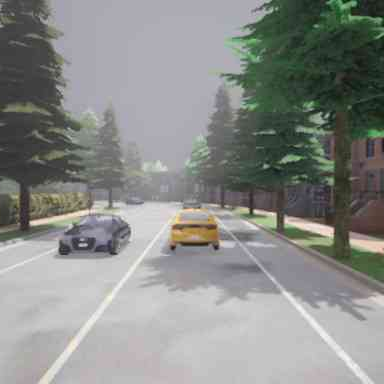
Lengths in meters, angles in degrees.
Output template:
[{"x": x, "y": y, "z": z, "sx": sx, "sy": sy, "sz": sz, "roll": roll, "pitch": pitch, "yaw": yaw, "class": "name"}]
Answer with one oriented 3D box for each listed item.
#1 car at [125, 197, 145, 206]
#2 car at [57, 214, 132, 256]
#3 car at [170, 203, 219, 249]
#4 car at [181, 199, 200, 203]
[{"x": -9.603, "y": 1.550, "z": 55.553, "sx": 2.033, "sy": 1.411, "sz": 5.357, "roll": 0, "pitch": 0, "yaw": -28, "class": "car"}, {"x": -3.604, "y": 1.565, "z": 13.019, "sx": 1.994, "sy": 1.385, "sz": 4.181, "roll": 0, "pitch": 0, "yaw": 0, "class": "car"}, {"x": 0.100, "y": 1.478, "z": 14.496, "sx": 1.882, "sy": 1.535, "sz": 5.008, "roll": 0, "pitch": 0, "yaw": 0, "class": "car"}, {"x": -0.131, "y": 1.493, "z": 35.079, "sx": 2.128, "sy": 1.511, "sz": 4.902, "roll": 0, "pitch": 0, "yaw": -3, "class": "car"}]
